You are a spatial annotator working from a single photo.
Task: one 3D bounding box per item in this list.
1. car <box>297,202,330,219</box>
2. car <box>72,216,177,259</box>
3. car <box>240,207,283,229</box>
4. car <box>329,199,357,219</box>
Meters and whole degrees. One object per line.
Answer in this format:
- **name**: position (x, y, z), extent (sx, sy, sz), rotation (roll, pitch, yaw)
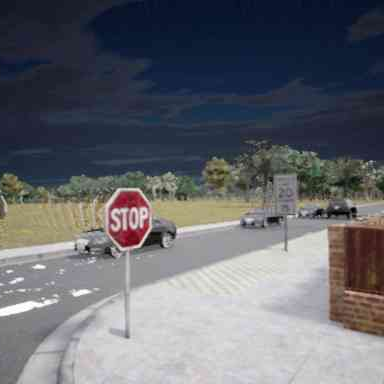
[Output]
- **car**: position (12.864, 2.048, 35.969), extent (2.128, 1.511, 4.902), rotation (-1, -1, 35)
- **car**: position (-2.621, 1.742, 14.012), extent (2.128, 1.511, 4.902), rotation (-1, -1, 35)
- **car**: position (5.387, 1.906, 25.381), extent (2.128, 1.511, 4.902), rotation (-1, -1, 35)
- **car**: position (15.820, 1.738, 35.101), extent (2.150, 2.045, 5.566), rotation (-1, -1, 35)
